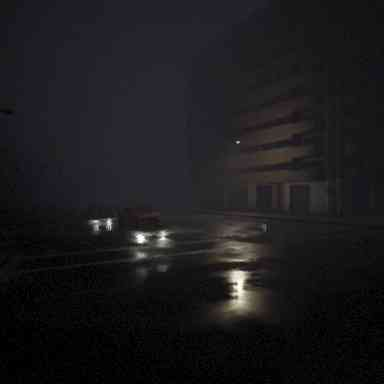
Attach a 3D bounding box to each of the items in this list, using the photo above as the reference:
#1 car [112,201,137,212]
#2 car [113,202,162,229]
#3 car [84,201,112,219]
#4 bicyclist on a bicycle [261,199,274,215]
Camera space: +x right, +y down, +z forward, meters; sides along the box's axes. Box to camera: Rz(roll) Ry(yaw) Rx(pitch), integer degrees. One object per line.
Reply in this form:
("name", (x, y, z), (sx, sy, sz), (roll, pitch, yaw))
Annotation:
("car", (-9.900, 2.009, 48.321), (2.033, 1.411, 5.357), (0, 0, -30))
("car", (-3.862, 1.730, 24.195), (1.882, 1.535, 5.008), (0, 0, -31))
("car", (-9.536, 1.926, 33.784), (1.994, 1.385, 4.181), (0, 0, -31))
("bicyclist on a bicycle", (7.566, 1.522, 33.311), (1.656, 1.620, 0.582), (0, 0, -31))
